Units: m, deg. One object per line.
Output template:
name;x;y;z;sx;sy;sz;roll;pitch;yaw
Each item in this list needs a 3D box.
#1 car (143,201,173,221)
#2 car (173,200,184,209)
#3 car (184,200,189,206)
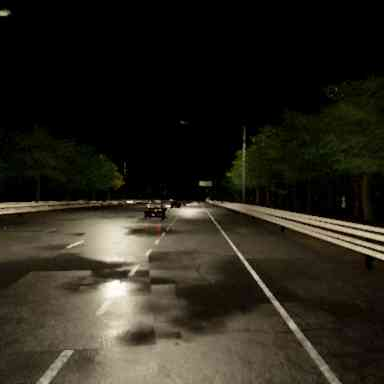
car;-3.255;1.763;30.568;2.128;1.511;4.902;1;-1;1
car;-2.889;2.296;60.279;1.837;1.490;4.892;1;-1;1
car;-2.504;2.875;85.440;1.812;1.442;4.674;1;-1;1
